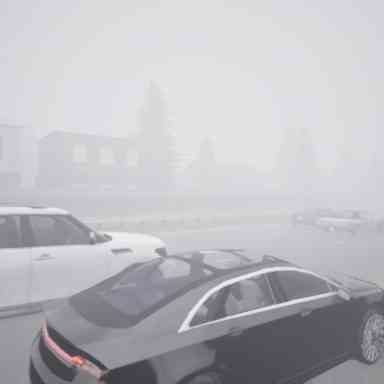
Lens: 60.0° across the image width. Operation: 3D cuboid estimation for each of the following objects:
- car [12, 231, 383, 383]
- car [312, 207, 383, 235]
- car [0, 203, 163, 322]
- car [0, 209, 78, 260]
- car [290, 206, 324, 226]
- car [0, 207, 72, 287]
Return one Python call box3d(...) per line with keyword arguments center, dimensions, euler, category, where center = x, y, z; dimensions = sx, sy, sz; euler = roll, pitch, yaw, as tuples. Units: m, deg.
box3d(center=(0.664, 1.504, 4.220), dimensions=(4.902, 1.511, 2.128), euler=(0, 0, -36), category="car")
box3d(center=(9.202, 1.681, 18.913), dimensions=(4.718, 1.301, 1.895), euler=(0, 0, -36), category="car")
box3d(center=(-2.963, 1.226, 5.932), dimensions=(5.566, 2.045, 2.150), euler=(0, 0, -36), category="car")
box3d(center=(-6.849, 1.484, 11.760), dimensions=(5.008, 1.535, 1.882), euler=(0, 0, -36), category="car")
box3d(center=(8.700, 1.653, 22.854), dimensions=(4.181, 1.385, 1.994), euler=(0, 0, -36), category="car")
box3d(center=(-5.641, 1.353, 8.322), dimensions=(4.553, 1.767, 2.097), euler=(0, 0, -36), category="car")
